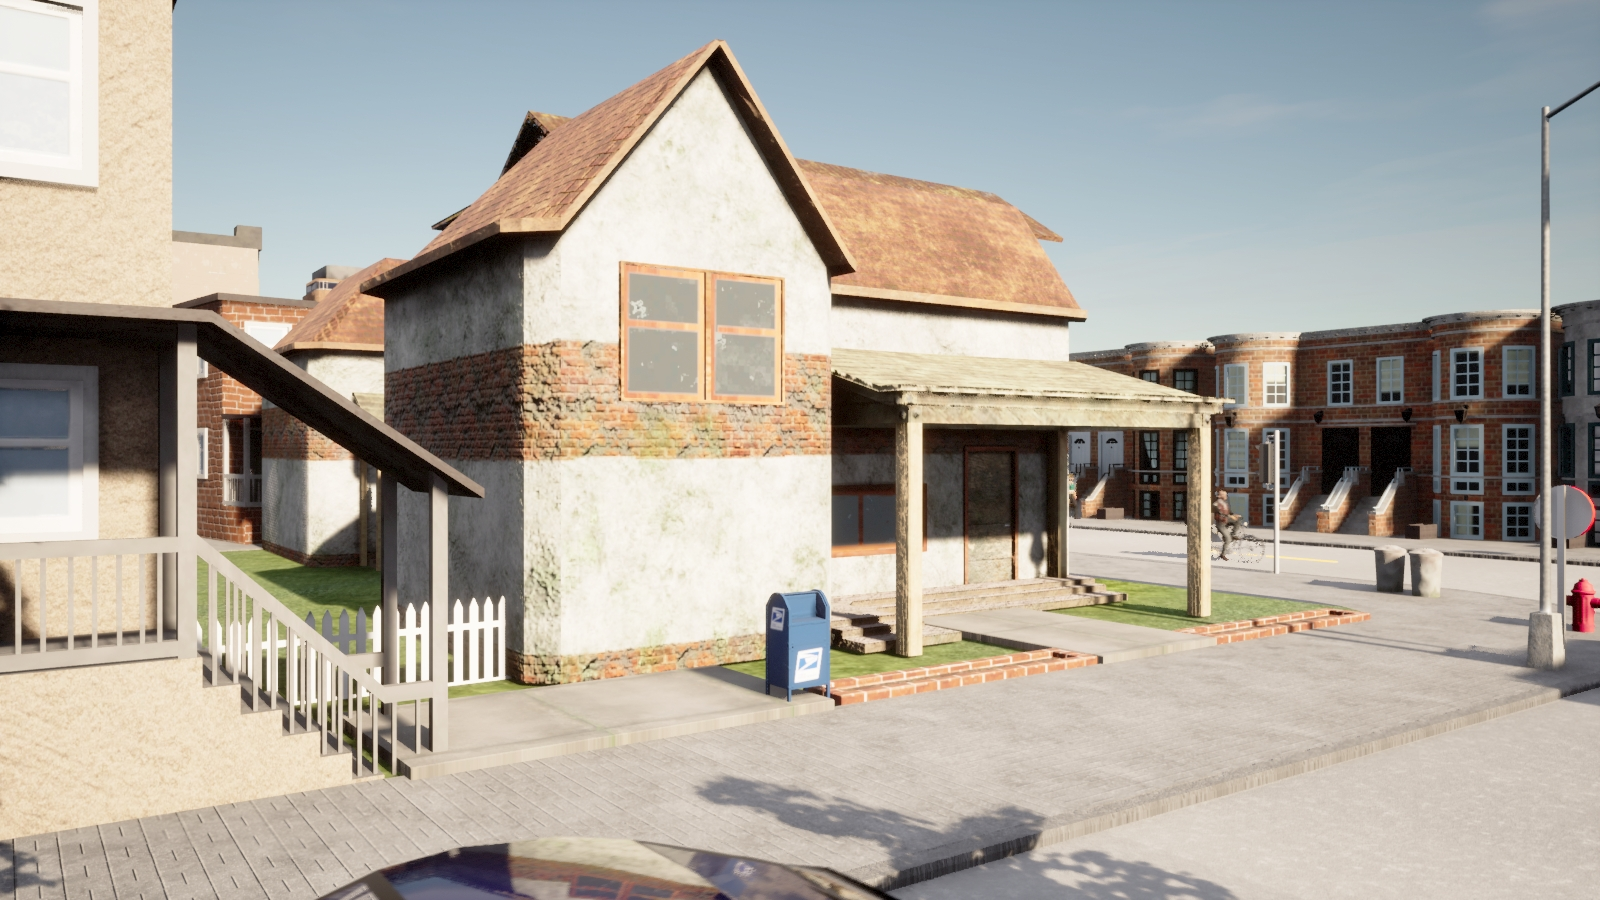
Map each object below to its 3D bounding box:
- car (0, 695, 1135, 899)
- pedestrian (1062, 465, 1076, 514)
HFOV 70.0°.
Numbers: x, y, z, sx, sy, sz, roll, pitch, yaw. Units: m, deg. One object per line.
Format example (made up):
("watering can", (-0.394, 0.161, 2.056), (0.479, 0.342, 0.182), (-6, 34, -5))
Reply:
("car", (-1.112, 1.898, 3.618), (4.181, 1.385, 1.994), (0, 0, -35))
("pedestrian", (10.272, 1.511, 43.584), (0.375, 1.860, 0.375), (0, 0, 40))
